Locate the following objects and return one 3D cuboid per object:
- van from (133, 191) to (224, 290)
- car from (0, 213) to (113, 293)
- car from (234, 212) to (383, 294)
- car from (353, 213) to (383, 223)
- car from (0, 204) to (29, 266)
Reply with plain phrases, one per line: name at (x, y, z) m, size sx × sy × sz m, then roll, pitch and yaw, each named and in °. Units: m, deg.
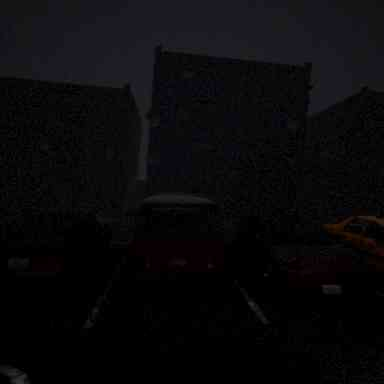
van at (-0.405, 1.013, 8.416) m, size 1.878 × 1.987 × 4.442 m, roll 1°, pitch 2°, yaw -5°
car at (-3.197, 1.223, 8.114) m, size 2.163 × 1.488 × 4.792 m, roll 1°, pitch 2°, yaw -5°
car at (2.396, 1.321, 8.498) m, size 2.163 × 1.488 × 4.792 m, roll 1°, pitch 2°, yaw -5°
car at (5.203, 1.341, 8.563) m, size 1.946 × 1.575 × 5.366 m, roll 1°, pitch 2°, yaw -5°
car at (-5.991, 1.174, 7.893) m, size 2.163 × 1.488 × 4.792 m, roll 1°, pitch 2°, yaw -5°
